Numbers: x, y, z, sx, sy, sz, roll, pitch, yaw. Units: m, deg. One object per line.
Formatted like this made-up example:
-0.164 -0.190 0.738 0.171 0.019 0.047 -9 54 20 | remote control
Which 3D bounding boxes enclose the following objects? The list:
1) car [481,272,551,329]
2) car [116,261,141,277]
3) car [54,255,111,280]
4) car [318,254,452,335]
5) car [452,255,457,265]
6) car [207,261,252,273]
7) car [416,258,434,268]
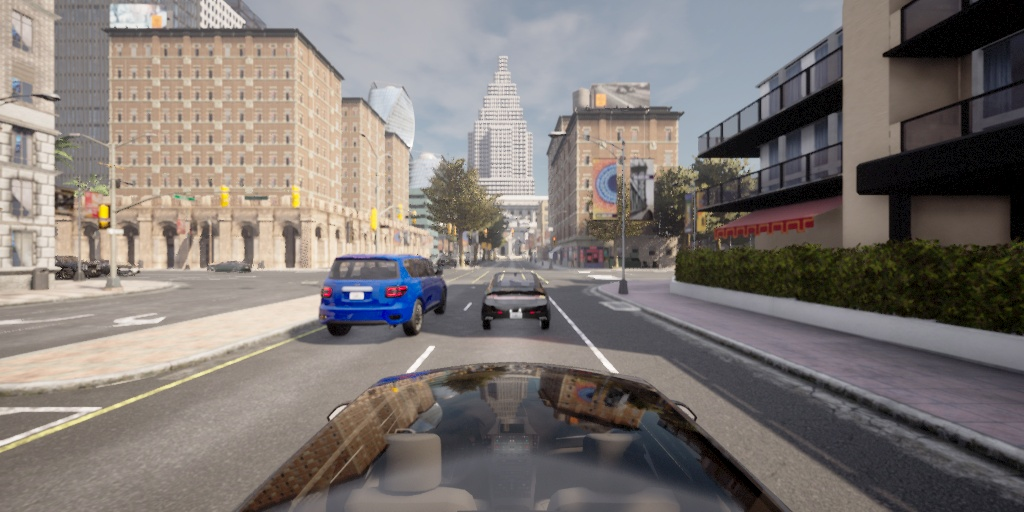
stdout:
0.109 1.228 11.155 2.128 1.511 4.902 0 0 0 | car
-38.333 1.194 34.134 4.902 1.511 2.128 0 0 0 | car
-38.477 0.930 30.614 5.566 2.045 2.150 0 0 0 | car
-3.395 0.959 10.543 2.150 2.045 5.566 0 0 0 | car
-11.471 0.887 62.400 2.150 2.045 5.566 0 0 0 | car
-32.536 1.259 41.321 4.181 1.385 1.994 0 0 0 | car
-14.968 1.171 62.146 1.837 1.490 4.892 0 0 0 | car
